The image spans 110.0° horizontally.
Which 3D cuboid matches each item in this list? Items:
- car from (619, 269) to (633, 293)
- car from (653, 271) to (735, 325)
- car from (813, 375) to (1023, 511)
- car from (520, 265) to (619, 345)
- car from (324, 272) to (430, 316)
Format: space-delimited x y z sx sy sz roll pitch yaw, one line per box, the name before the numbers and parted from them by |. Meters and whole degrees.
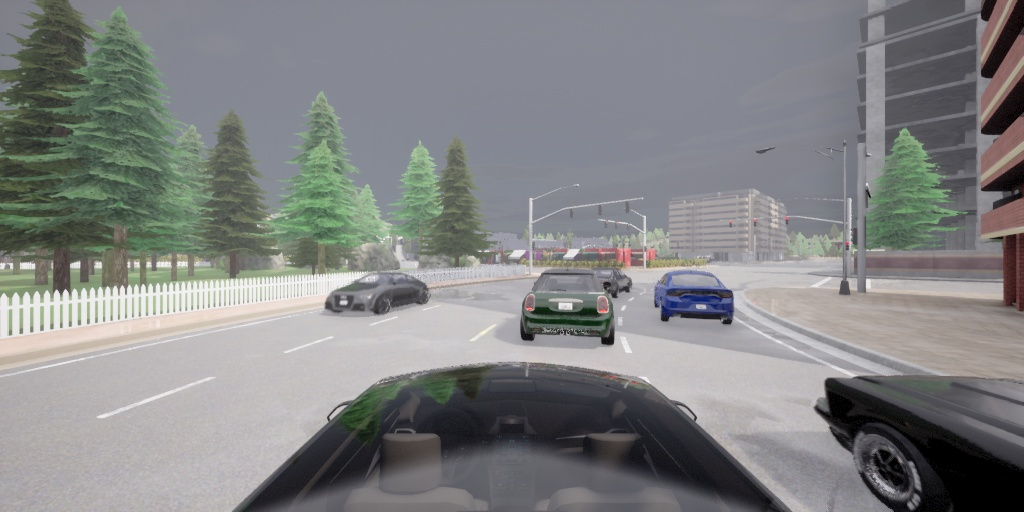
car | 4.863 1.302 18.570 2.033 1.411 5.357 0 0 29
car | 5.909 1.231 12.091 1.882 1.535 5.008 0 0 18
car | 3.824 1.352 1.286 1.895 1.301 4.718 0 0 1
car | 1.615 1.104 9.817 2.097 1.767 4.553 0 0 13
car | -4.852 1.314 13.482 1.994 1.385 4.181 0 0 17
